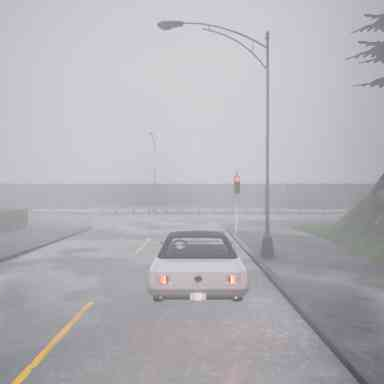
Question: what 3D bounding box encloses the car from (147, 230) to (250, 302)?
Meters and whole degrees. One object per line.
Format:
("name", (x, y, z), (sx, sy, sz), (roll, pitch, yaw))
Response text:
("car", (0.116, 1.601, 8.226), (1.895, 1.301, 4.718), (0, 0, 0))
